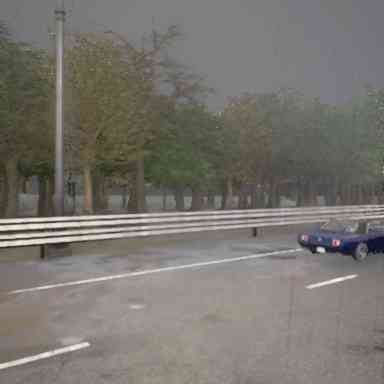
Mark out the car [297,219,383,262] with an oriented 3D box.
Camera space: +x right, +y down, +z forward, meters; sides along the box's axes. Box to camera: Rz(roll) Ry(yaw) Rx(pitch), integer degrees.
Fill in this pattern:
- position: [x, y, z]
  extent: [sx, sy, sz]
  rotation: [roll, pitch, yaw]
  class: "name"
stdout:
- position: [6.126, 1.627, 12.182]
  extent: [4.718, 1.301, 1.895]
  rotation: [0, 0, -33]
  class: "car"
